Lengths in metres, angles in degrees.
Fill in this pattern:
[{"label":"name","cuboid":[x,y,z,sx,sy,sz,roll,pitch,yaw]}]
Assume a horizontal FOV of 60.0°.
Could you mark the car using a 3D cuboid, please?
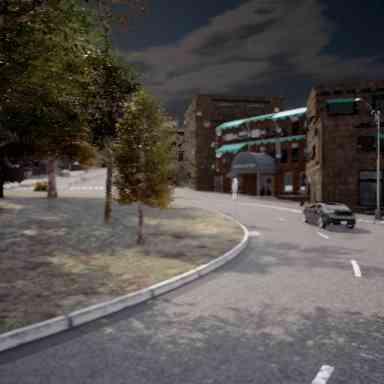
[{"label":"car","cuboid":[8.384,1.398,20.753,1.837,1.490,4.892,3,1,0]}]
